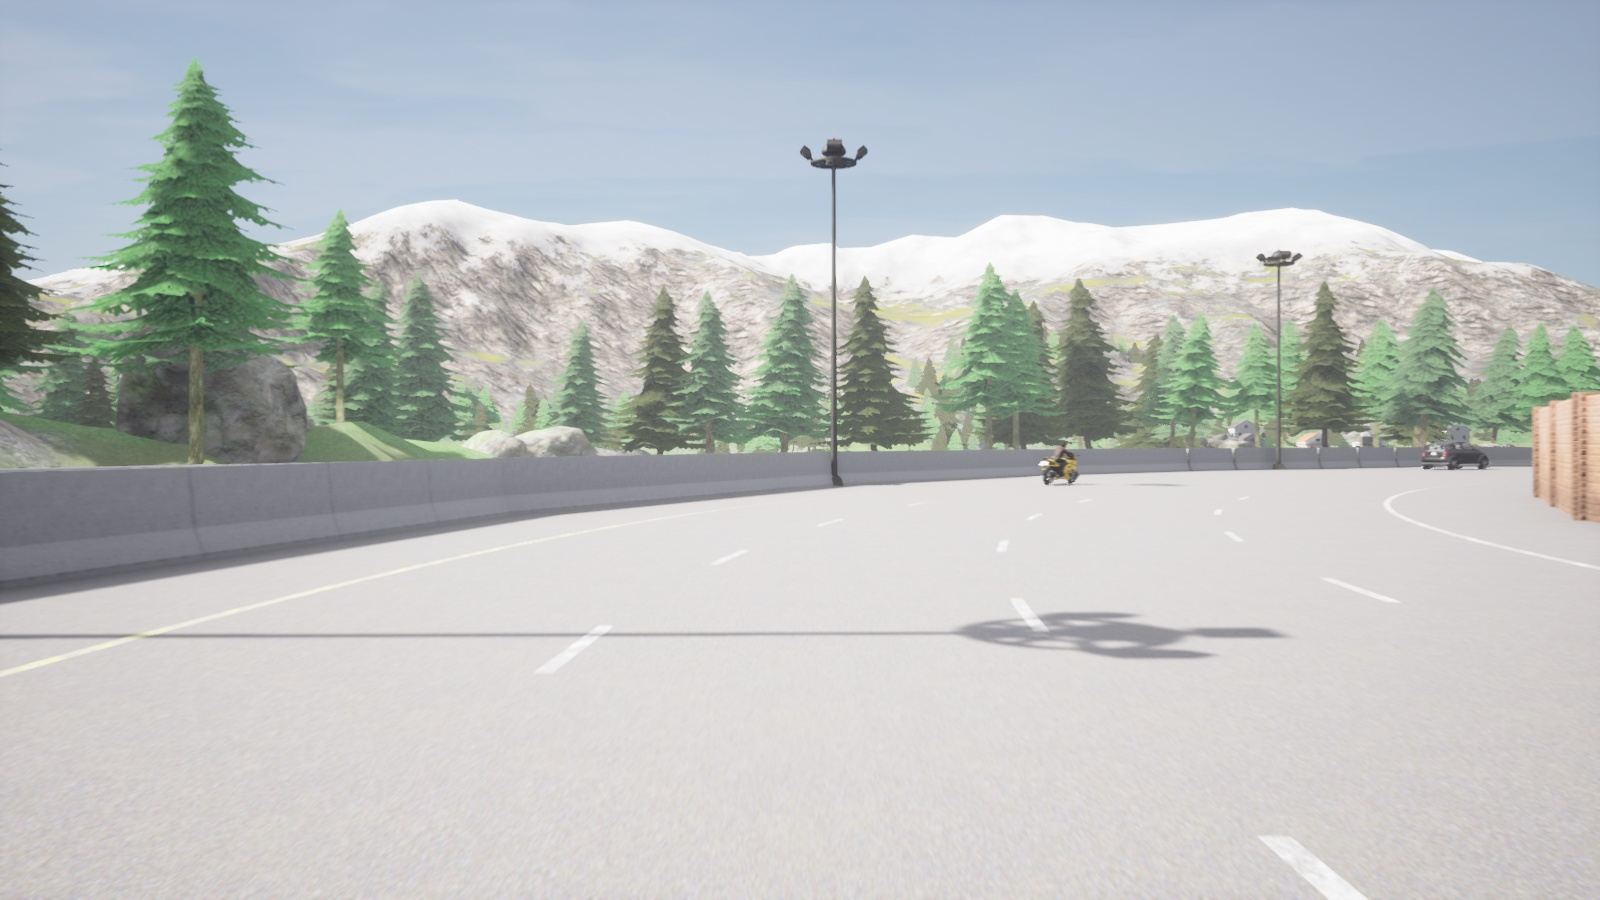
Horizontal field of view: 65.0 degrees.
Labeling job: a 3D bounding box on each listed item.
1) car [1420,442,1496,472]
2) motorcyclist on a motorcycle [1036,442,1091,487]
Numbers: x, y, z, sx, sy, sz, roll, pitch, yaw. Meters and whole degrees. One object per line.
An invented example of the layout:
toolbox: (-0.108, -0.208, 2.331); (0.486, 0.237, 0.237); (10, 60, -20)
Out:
car: (35.772, 0.366, 68.279); (3.705, 1.549, 1.789); (0, 0, -26)
motorcyclist on a motorcycle: (9.307, 0.484, 44.288); (2.044, 1.523, 0.797); (0, 2, -42)
